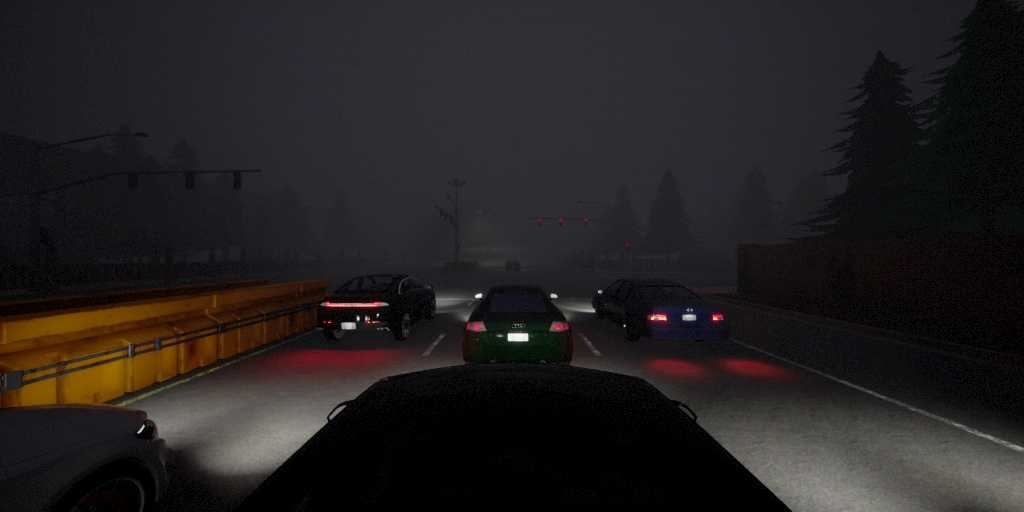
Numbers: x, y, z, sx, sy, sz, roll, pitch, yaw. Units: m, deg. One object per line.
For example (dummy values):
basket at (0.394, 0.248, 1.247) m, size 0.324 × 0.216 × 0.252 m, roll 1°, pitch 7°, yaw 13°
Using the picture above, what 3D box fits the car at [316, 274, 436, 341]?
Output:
car at (-3.400, 1.241, 9.887) m, size 2.128 × 1.511 × 4.902 m, roll 0°, pitch 0°, yaw 0°

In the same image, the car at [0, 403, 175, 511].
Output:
car at (-3.403, 1.276, 0.651) m, size 1.812 × 1.442 × 4.674 m, roll 0°, pitch 0°, yaw 0°

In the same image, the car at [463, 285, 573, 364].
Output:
car at (0.099, 1.314, 7.936) m, size 1.994 × 1.385 × 4.181 m, roll 0°, pitch 0°, yaw 0°

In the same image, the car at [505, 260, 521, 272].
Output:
car at (0.099, 1.228, 45.599) m, size 1.882 × 1.535 × 5.008 m, roll 0°, pitch 0°, yaw 0°

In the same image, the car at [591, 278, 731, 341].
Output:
car at (3.600, 1.297, 9.793) m, size 2.033 × 1.411 × 5.357 m, roll 0°, pitch 0°, yaw 0°
